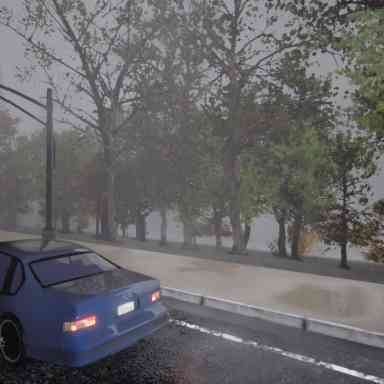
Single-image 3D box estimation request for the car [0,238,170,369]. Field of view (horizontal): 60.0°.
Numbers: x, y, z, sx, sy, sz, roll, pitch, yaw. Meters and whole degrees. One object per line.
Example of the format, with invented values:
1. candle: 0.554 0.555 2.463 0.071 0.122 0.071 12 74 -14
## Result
1. car: -2.895 1.546 5.754 5.357 1.411 2.033 0 0 36
